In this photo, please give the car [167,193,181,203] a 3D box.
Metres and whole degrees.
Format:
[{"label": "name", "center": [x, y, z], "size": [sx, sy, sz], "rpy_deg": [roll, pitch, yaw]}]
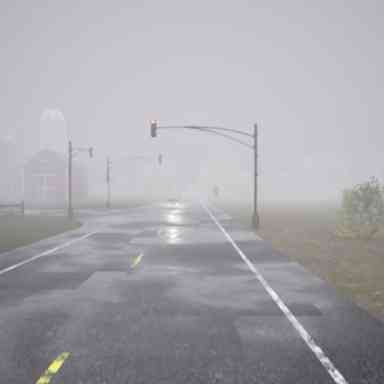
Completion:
[{"label": "car", "center": [-3.476, 1.192, 60.853], "size": [1.882, 1.535, 5.008], "rpy_deg": [0, 2, 0]}]
